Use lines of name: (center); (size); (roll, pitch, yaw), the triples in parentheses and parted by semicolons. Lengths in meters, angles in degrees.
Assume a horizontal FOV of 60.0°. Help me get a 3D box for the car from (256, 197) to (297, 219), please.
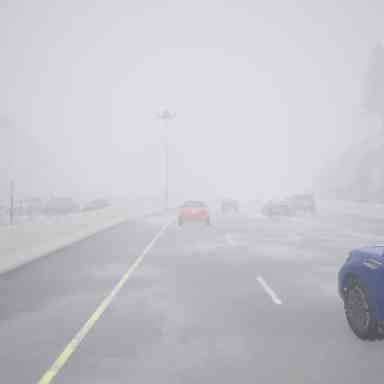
car: (7.341, 1.485, 29.391); (2.128, 1.511, 4.902); (0, 0, 3)

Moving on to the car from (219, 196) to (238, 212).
car: (4.394, 1.499, 38.924); (1.837, 1.490, 4.892); (-1, 0, 6)

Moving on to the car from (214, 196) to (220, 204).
car: (5.550, 1.515, 65.048); (1.812, 1.442, 4.674); (0, 0, 15)

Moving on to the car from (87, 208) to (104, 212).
car: (-9.961, 1.502, 35.488); (1.837, 1.490, 4.892); (0, 0, 5)

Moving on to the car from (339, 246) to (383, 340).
car: (3.602, 1.221, 3.377); (2.150, 2.045, 5.566); (0, 0, 0)

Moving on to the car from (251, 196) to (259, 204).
car: (12.631, 1.551, 64.387); (1.994, 1.385, 4.181); (0, 0, 15)

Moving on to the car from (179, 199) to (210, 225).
car: (0.203, 1.349, 24.288); (2.097, 1.767, 4.553); (0, 0, 1)

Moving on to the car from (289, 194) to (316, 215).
car: (11.027, 1.212, 34.237); (2.150, 2.045, 5.566); (0, 0, 4)
